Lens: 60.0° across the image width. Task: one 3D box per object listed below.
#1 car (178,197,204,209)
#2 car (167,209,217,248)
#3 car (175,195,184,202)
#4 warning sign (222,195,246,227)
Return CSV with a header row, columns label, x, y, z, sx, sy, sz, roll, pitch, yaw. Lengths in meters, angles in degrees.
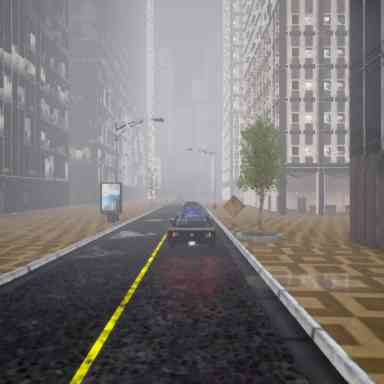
label,x,y,z,sx,sy,sz,roll,pitch,yaw
car,0.000,1.530,29.651,1.882,1.535,5.008,0,0,0
car,0.000,1.631,14.681,1.895,1.301,4.718,0,0,0
car,-2.750,1.488,76.760,2.097,1.767,4.553,0,0,0
warning sign,2.518,1.139,20.040,1.300,1.860,1.060,0,0,0
